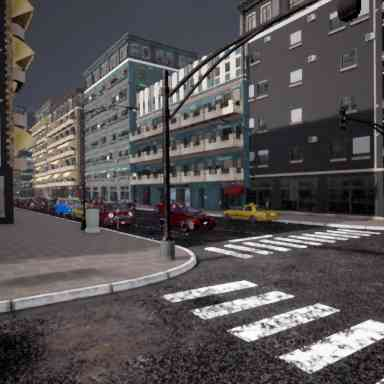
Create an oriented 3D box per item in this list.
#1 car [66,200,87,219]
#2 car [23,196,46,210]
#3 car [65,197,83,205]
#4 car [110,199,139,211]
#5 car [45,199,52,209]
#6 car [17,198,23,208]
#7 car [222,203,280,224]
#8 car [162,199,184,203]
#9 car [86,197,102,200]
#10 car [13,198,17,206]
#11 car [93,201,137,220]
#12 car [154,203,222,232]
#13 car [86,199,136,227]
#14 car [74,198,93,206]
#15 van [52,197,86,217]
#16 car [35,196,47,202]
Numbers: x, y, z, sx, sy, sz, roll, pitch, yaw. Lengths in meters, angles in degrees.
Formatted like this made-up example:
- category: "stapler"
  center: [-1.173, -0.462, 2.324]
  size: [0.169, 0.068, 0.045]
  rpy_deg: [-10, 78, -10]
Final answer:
- category: "car"
  center: [-8.906, 1.652, 28.334]
  size: [1.752, 1.417, 4.829]
  rpy_deg: [-1, 1, -36]
- category: "car"
  center: [-21.869, 1.628, 46.489]
  size: [1.967, 1.590, 4.097]
  rpy_deg: [-1, 1, -36]
- category: "car"
  center: [-21.478, 1.645, 60.366]
  size: [2.008, 1.369, 4.403]
  rpy_deg: [-1, 1, -36]
- category: "car"
  center: [-8.616, 1.581, 42.349]
  size: [2.008, 1.369, 4.403]
  rpy_deg: [-1, 1, -36]
- category: "car"
  center: [-18.742, 1.650, 46.693]
  size: [1.837, 1.490, 4.892]
  rpy_deg: [-1, 0, -35]
- category: "car"
  center: [-25.082, 1.769, 50.994]
  size: [1.947, 1.339, 4.313]
  rpy_deg: [-1, 1, -36]
- category: "car"
  center: [4.147, 1.498, 24.471]
  size: [1.752, 1.417, 4.829]
  rpy_deg: [-1, 1, -36]
- category: "car"
  center: [-2.186, 1.441, 33.339]
  size: [1.967, 1.590, 4.097]
  rpy_deg: [-1, 1, -36]
- category: "car"
  center: [-15.048, 1.501, 51.356]
  size: [1.967, 1.590, 4.097]
  rpy_deg: [-1, 1, -36]
- category: "car"
  center: [-31.513, 1.782, 60.002]
  size: [1.887, 1.381, 4.507]
  rpy_deg: [-1, 1, -36]
- category: "car"
  center: [-7.099, 1.636, 30.259]
  size: [2.033, 1.411, 5.357]
  rpy_deg: [-1, 0, -36]
- category: "car"
  center: [-0.391, 1.623, 20.865]
  size: [1.994, 1.385, 4.181]
  rpy_deg: [-1, 1, -36]
- category: "car"
  center: [-5.791, 1.553, 23.968]
  size: [1.967, 1.590, 4.097]
  rpy_deg: [-1, 1, -36]
- category: "car"
  center: [-18.262, 1.643, 55.862]
  size: [1.947, 1.339, 4.313]
  rpy_deg: [-1, 1, -36]
- category: "van"
  center: [-12.223, 1.483, 32.975]
  size: [1.690, 1.788, 3.998]
  rpy_deg: [-1, 1, -36]
- category: "car"
  center: [-37.555, 1.728, 82.888]
  size: [1.887, 1.381, 4.507]
  rpy_deg: [-1, 1, -36]
